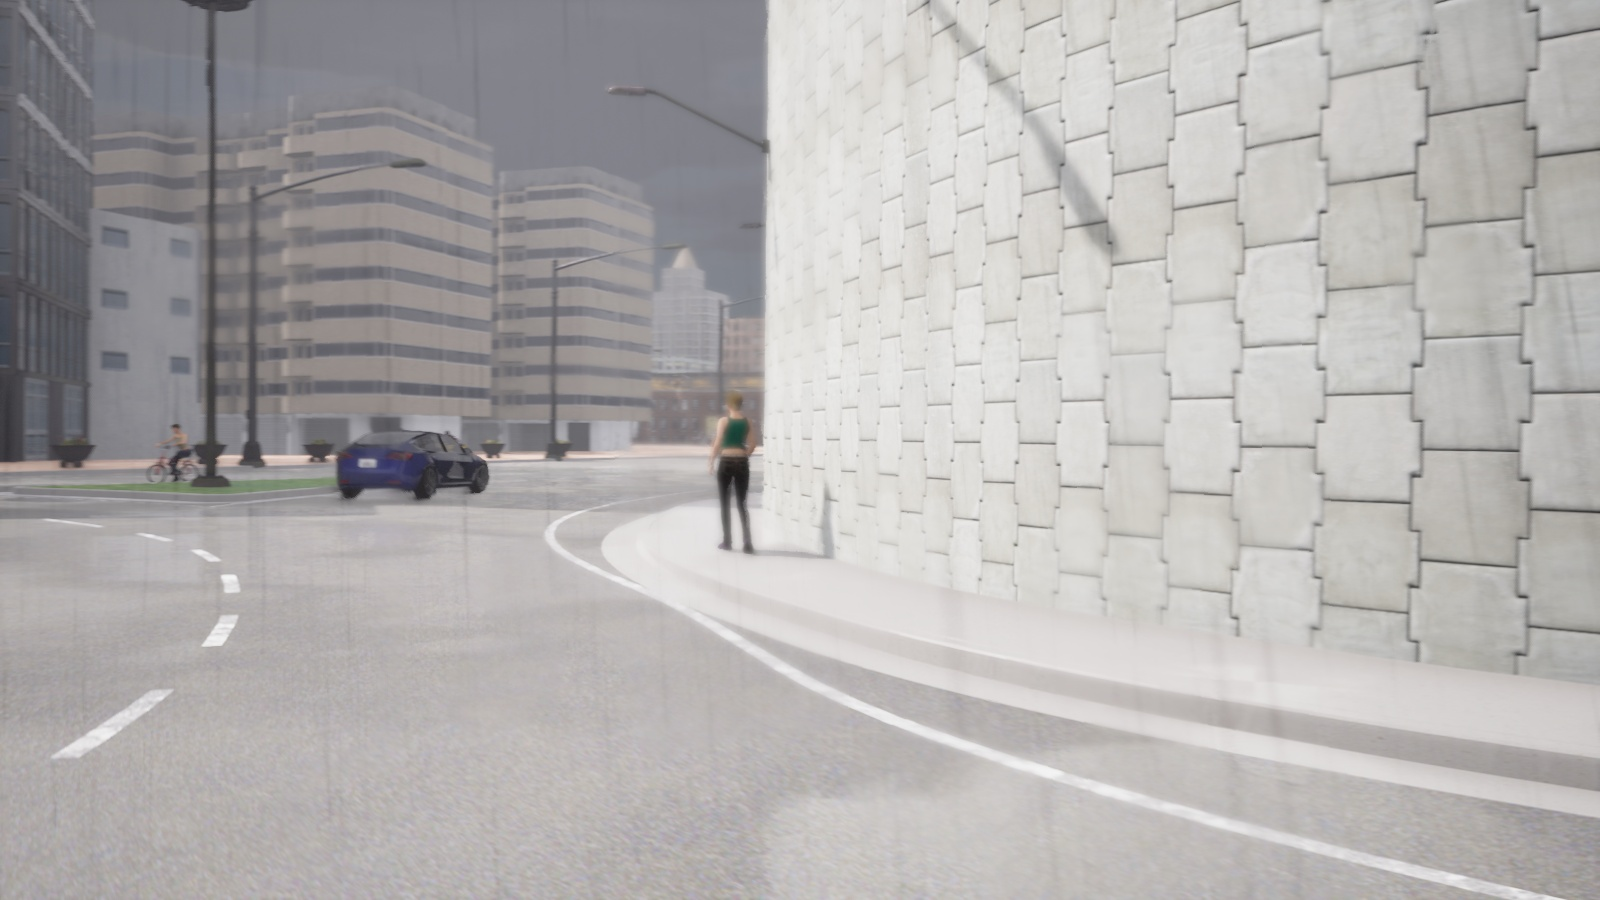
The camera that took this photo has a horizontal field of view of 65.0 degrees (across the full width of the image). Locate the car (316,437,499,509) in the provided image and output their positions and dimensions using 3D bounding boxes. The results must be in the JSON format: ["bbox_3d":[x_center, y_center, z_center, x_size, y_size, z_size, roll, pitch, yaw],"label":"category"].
[{"bbox_3d":[-8.780,0.460,28.614,2.163,1.488,4.792,0,1,7],"label":"car"}]

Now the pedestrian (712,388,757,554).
[{"bbox_3d":[-0.744,0.227,14.167,0.345,1.836,0.594,-1,1,-19],"label":"pedestrian"}]

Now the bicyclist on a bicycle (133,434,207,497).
[{"bbox_3d":[-16.753,0.396,33.426,0.866,1.612,1.509,0,1,27],"label":"bicyclist on a bicycle"}]
